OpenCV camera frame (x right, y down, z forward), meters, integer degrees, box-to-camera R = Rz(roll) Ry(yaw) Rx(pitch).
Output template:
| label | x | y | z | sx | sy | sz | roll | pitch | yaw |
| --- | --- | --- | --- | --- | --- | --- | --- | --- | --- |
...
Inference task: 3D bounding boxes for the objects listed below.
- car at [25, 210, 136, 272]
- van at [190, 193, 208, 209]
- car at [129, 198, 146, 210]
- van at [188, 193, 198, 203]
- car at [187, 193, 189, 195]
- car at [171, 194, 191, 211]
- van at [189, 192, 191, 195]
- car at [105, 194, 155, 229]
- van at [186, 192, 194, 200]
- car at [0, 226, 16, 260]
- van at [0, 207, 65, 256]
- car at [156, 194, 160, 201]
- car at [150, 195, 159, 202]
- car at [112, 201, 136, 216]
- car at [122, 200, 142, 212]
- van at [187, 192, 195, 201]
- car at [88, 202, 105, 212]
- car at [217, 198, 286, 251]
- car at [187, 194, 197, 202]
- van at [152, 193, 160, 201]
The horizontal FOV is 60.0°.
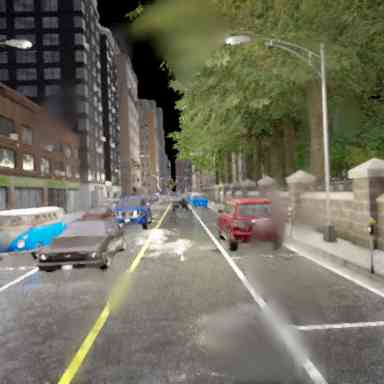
| label | x | y | z | sx | sy | sz | roll | pitch | yaw |
| --- | --- | --- | --- | --- | --- | --- | --- | --- | --- |
| car | -3.469 | 1.642 | 11.601 | 2.033 | 1.411 | 5.357 | -2 | 0 | -2 |
| van | 1.072 | 1.140 | 41.718 | 1.690 | 1.788 | 3.998 | -2 | 0 | -2 |
| car | -7.661 | 1.658 | 47.003 | 1.887 | 1.381 | 4.507 | -2 | 0 | -2 |
| van | 0.154 | 1.067 | 64.331 | 1.690 | 1.788 | 3.998 | -2 | 0 | -2 |
| car | -1.888 | 1.376 | 51.442 | 1.837 | 1.490 | 4.892 | -2 | 1 | -2 |
| car | -1.417 | 1.410 | 39.865 | 1.837 | 1.490 | 4.892 | -2 | 1 | -2 |
| van | 0.843 | 1.124 | 47.372 | 1.690 | 1.788 | 3.998 | -2 | 0 | -2 |
| car | -3.900 | 1.295 | 22.092 | 2.150 | 2.045 | 5.566 | -2 | 0 | -3 |
| van | -0.534 | 0.999 | 81.290 | 1.690 | 1.788 | 3.998 | -2 | 0 | -2 |
| car | -6.055 | 1.775 | 7.412 | 1.947 | 1.339 | 4.313 | -2 | 0 | -2 |
| van | -6.292 | 1.540 | 13.067 | 1.690 | 1.788 | 3.998 | -2 | 0 | -2 |
| car | -8.808 | 1.578 | 75.282 | 1.947 | 1.339 | 4.313 | -2 | 0 | -2 |
| car | -9.039 | 1.533 | 80.937 | 1.887 | 1.381 | 4.507 | -2 | 0 | -2 |
| car | -7.201 | 1.728 | 35.691 | 1.802 | 1.307 | 4.206 | -2 | 0 | -2 |
| car | -7.430 | 1.712 | 41.347 | 1.802 | 1.307 | 4.206 | -2 | 0 | -2 |
| van | -0.305 | 1.023 | 75.637 | 1.690 | 1.788 | 3.998 | -2 | 0 | -2 |
| car | -6.743 | 1.719 | 24.379 | 1.887 | 1.381 | 4.507 | -2 | 0 | -2 |
| car | 2.216 | 1.183 | 13.451 | 2.192 | 1.841 | 5.009 | -2 | 0 | -2 |
| car | -0.068 | 1.249 | 69.985 | 1.887 | 1.381 | 4.507 | -2 | 0 | -2 |
| van | -9.275 | 1.305 | 86.592 | 1.690 | 1.788 | 3.998 | -2 | 0 | -2 |
